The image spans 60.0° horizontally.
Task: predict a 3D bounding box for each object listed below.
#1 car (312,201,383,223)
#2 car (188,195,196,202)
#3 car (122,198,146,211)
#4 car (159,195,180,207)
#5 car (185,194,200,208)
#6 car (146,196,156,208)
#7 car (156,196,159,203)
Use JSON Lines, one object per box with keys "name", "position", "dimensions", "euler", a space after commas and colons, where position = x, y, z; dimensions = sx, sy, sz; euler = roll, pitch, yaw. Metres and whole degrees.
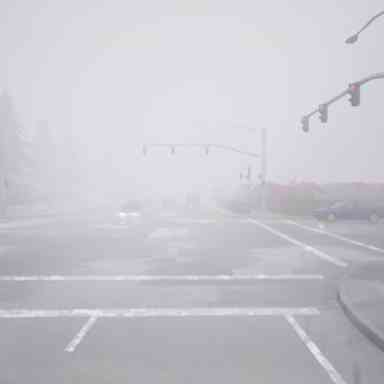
{"name": "car", "position": [11.506, 1.437, 24.587], "dimensions": [5.008, 1.535, 1.882], "euler": [0, 0, 0]}
{"name": "car", "position": [-0.055, 1.549, 79.046], "dimensions": [1.837, 1.490, 4.892], "euler": [0, 0, 0]}
{"name": "car", "position": [-7.119, 1.626, 40.043], "dimensions": [1.895, 1.301, 4.718], "euler": [0, 0, 0]}
{"name": "car", "position": [-3.435, 1.384, 50.747], "dimensions": [2.097, 1.767, 4.553], "euler": [0, 0, 0]}
{"name": "car", "position": [0.065, 1.253, 50.293], "dimensions": [2.150, 2.045, 5.566], "euler": [0, 0, 0]}
{"name": "car", "position": [-7.117, 1.579, 50.453], "dimensions": [2.033, 1.411, 5.357], "euler": [0, 0, 0]}
{"name": "car", "position": [-7.068, 1.519, 65.736], "dimensions": [1.882, 1.535, 5.008], "euler": [0, 0, 0]}
